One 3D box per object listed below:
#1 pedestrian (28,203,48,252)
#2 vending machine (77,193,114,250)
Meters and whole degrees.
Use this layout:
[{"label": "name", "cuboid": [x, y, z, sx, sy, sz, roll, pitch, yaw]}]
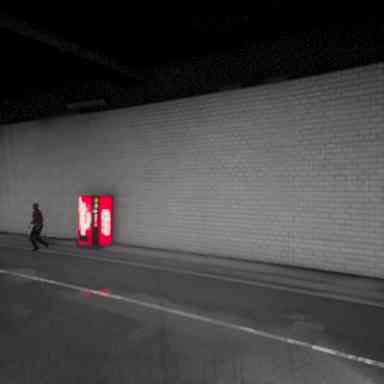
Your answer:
[{"label": "pedestrian", "cuboid": [-5.600, 1.201, 12.022, 0.375, 1.860, 0.375, 1, 0, 28]}, {"label": "vending machine", "cuboid": [-3.779, 1.109, 13.044, 0.880, 2.100, 1.100, 1, 0, 29]}]
